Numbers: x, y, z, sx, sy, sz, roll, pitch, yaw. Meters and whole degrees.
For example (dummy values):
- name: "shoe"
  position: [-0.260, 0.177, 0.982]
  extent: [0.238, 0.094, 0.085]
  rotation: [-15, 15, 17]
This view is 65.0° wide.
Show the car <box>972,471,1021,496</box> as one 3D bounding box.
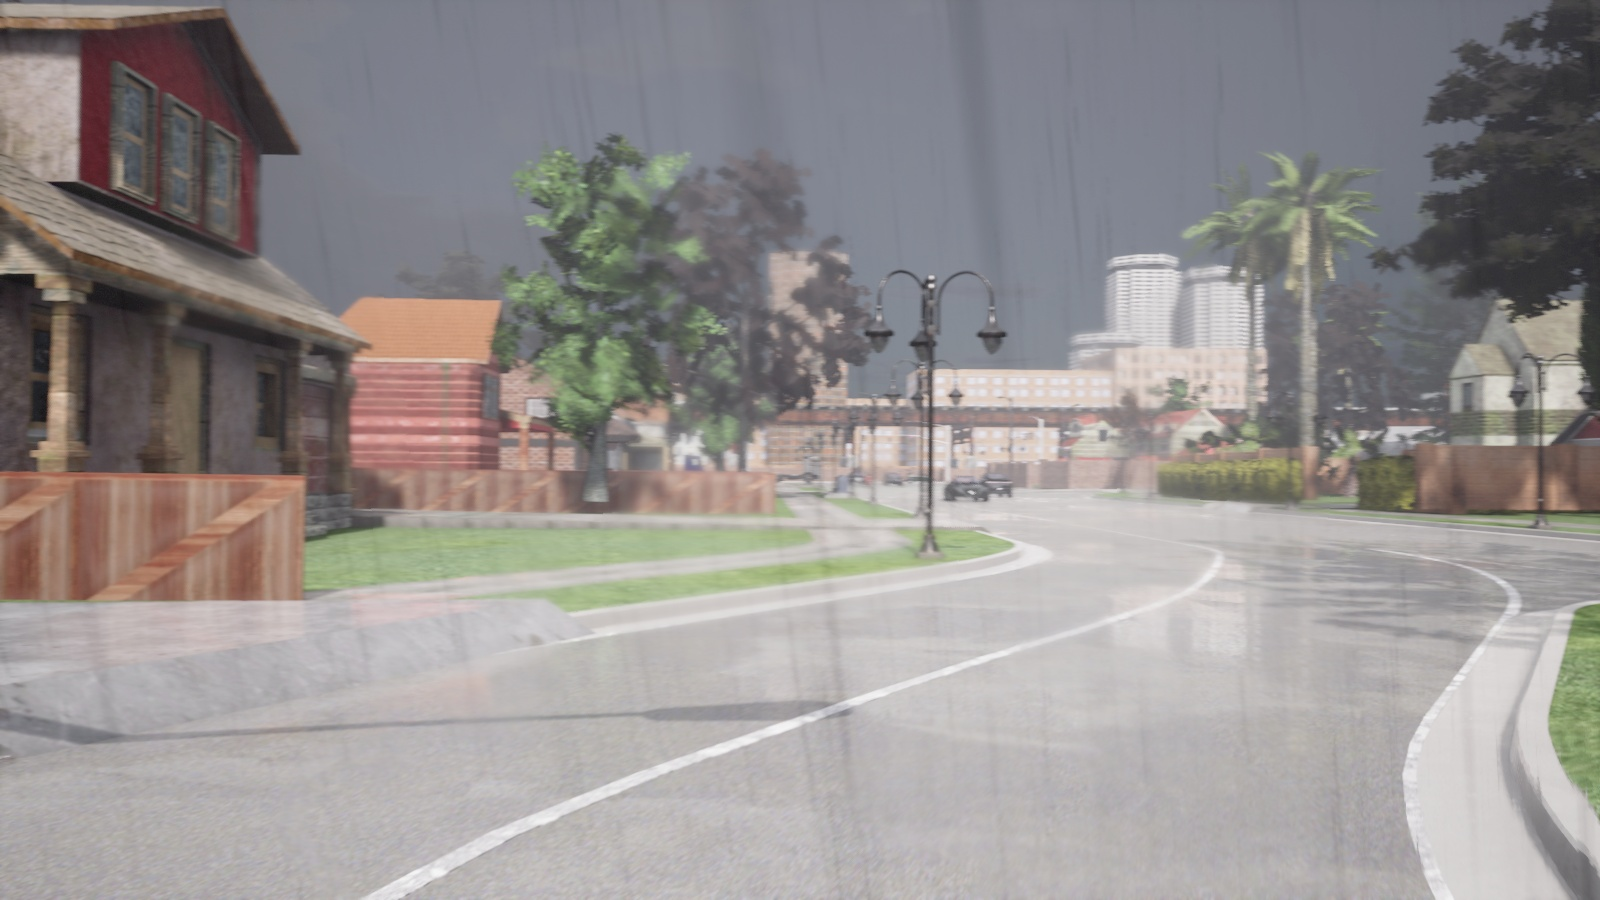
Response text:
- name: "car"
  position: [12.254, 2.080, 78.528]
  extent: [2.128, 1.511, 4.902]
  rotation: [0, -1, -2]

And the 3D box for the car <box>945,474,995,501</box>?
- name: "car"
  position: [9.081, 2.003, 67.361]
  extent: [1.994, 1.385, 4.181]
  rotation: [0, -1, -2]
